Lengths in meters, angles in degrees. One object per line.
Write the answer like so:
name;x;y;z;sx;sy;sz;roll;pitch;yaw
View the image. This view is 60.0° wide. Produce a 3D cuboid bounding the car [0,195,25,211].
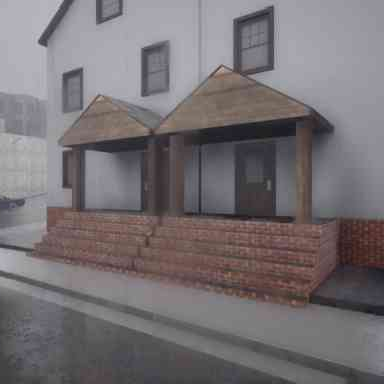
car;-15.508;1.012;25.414;1.895;1.301;4.718;0;6;35
